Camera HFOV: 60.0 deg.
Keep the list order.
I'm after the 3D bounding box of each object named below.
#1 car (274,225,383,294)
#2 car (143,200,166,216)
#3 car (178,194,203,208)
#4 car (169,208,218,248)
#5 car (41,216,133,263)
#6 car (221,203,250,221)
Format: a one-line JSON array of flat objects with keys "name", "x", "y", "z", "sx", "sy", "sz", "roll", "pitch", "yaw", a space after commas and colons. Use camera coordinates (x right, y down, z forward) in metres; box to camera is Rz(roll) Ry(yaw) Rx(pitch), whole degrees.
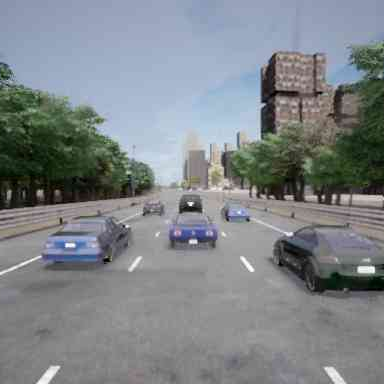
[{"name": "car", "x": 3.571, "y": 1.564, "z": 8.832, "sx": 1.994, "sy": 1.385, "sz": 4.181, "roll": 0, "pitch": 0, "yaw": 0}, {"name": "car", "x": -3.666, "y": 1.500, "z": 32.726, "sx": 2.128, "sy": 1.511, "sz": 4.902, "roll": 0, "pitch": 0, "yaw": -1}, {"name": "car", "x": -0.152, "y": 1.228, "z": 31.945, "sx": 2.150, "sy": 2.045, "sz": 5.566, "roll": 0, "pitch": 0, "yaw": -1}, {"name": "car", "x": 0.028, "y": 1.602, "z": 14.874, "sx": 1.895, "sy": 1.301, "sz": 4.718, "roll": 0, "pitch": 0, "yaw": -1}, {"name": "car", "x": -3.441, "y": 1.550, "z": 11.885, "sx": 2.033, "sy": 1.411, "sz": 5.357, "roll": 0, "pitch": 0, "yaw": 0}, {"name": "car", "x": 3.420, "y": 1.551, "z": 26.833, "sx": 2.033, "sy": 1.411, "sz": 5.357, "roll": 0, "pitch": 0, "yaw": -1}]
